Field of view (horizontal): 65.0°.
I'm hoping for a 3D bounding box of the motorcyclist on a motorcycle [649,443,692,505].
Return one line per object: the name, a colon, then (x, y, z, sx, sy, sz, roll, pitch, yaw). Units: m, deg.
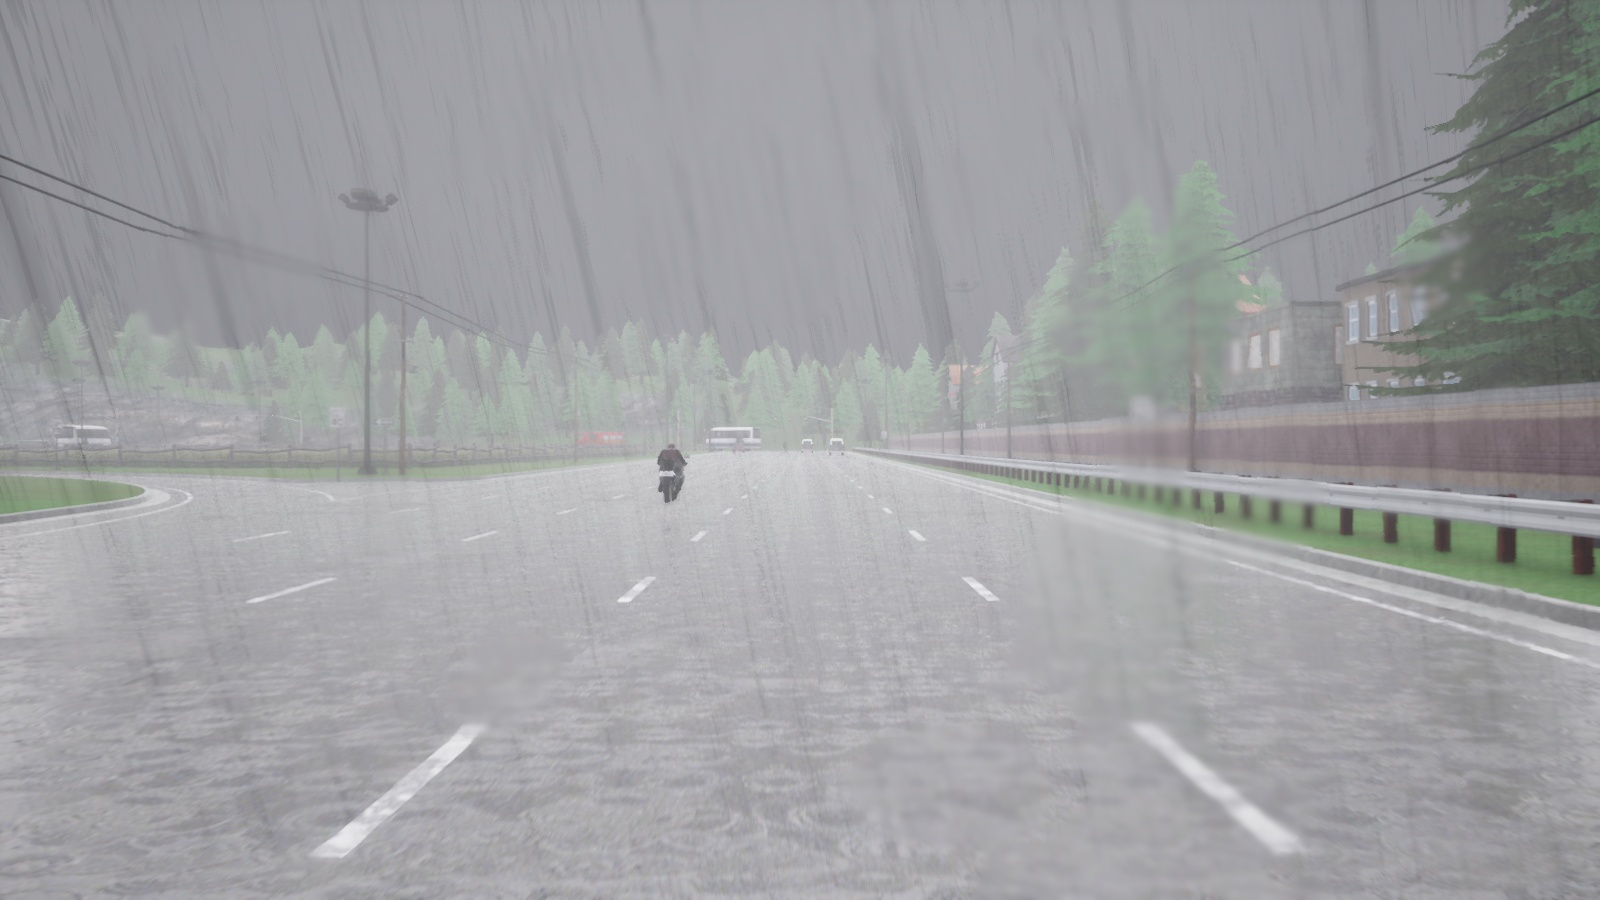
motorcyclist on a motorcycle: (-3.301, 0.596, 32.138, 0.866, 1.530, 2.191, 0, 0, 0)
